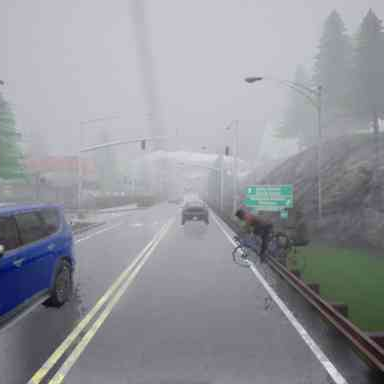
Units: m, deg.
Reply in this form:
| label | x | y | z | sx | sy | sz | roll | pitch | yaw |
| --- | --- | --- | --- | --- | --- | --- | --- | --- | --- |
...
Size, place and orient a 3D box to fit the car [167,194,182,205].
| label | x | y | z | sx | sy | sz | roll | pitch | yaw |
| --- | --- | --- | --- | --- | --- | --- | --- | --- | --- |
| car | -3.229 | 1.486 | 58.695 | 1.837 | 1.490 | 4.892 | 0 | 0 | 1 |

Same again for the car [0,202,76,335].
| label | x | y | z | sx | sy | sz | roll | pitch | yaw |
| --- | --- | --- | --- | --- | --- | --- | --- | --- | --- |
| car | -3.574 | 1.219 | 4.977 | 2.150 | 2.045 | 5.566 | 0 | 0 | 0 |

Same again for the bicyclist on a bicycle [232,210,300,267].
| label | x | y | z | sx | sy | sz | roll | pitch | yaw |
| --- | --- | --- | --- | --- | --- | --- | --- | --- | --- |
| bicyclist on a bicycle | 1.717 | 1.198 | 8.960 | 1.656 | 1.620 | 0.582 | -20 | 12 | 14 |

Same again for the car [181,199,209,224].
| label | x | y | z | sx | sy | sz | roll | pitch | yaw |
| --- | --- | --- | --- | --- | --- | --- | --- | --- | --- |
| car | 0.232 | 1.496 | 24.683 | 1.837 | 1.490 | 4.892 | 0 | 0 | 0 |

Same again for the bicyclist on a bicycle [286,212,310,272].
| label | x | y | z | sx | sy | sz | roll | pitch | yaw |
| --- | --- | --- | --- | --- | --- | --- | --- | --- | --- |
| bicyclist on a bicycle | 2.772 | 1.329 | 9.475 | 1.656 | 1.620 | 0.582 | 37 | -12 | 5 |
